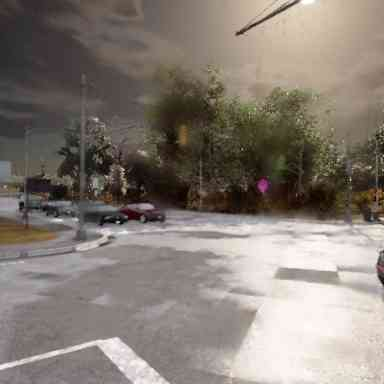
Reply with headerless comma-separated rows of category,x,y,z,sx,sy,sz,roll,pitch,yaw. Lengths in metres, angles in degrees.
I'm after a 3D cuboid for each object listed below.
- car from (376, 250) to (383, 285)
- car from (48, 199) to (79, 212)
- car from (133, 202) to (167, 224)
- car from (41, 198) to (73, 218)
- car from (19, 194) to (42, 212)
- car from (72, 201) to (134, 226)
car,6.375,1.623,8.295,4.674,1.442,1.812,1,0,-36
car,-16.254,1.658,41.961,2.033,1.411,5.357,1,0,-39
car,-3.954,1.598,26.618,1.882,1.535,5.008,1,0,-39
car,-12.539,1.586,31.725,1.837,1.490,4.892,1,0,-39
car,-19.167,1.297,40.002,2.150,2.045,5.566,1,0,-39
car,-6.626,1.634,24.352,2.033,1.411,5.357,1,0,-39
